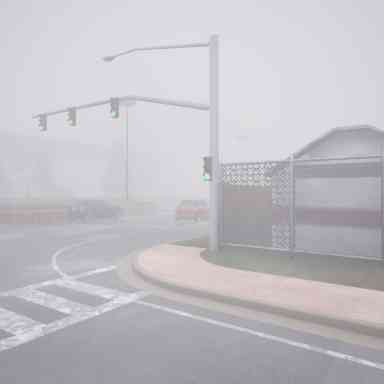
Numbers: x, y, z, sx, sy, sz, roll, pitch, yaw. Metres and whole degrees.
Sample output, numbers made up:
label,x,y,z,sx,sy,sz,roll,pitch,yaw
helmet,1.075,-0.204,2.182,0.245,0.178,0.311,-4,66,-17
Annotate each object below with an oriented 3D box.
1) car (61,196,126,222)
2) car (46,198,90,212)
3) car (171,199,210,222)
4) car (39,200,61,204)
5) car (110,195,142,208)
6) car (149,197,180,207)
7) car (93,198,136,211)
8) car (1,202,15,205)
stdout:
label,x,y,z,sx,sy,sz,roll,pitch,yaw
car,-7.602,1.351,26.578,2.097,1.767,4.553,0,0,34
car,-15.129,1.505,40.870,1.837,1.490,4.892,0,0,34
car,0.634,1.351,26.306,2.097,1.767,4.553,0,0,34
car,-14.946,1.564,34.849,1.994,1.385,4.181,0,0,34
car,-9.682,1.352,49.006,2.097,1.767,4.553,0,0,34
car,-4.119,1.492,51.025,2.128,1.511,4.902,0,0,34
car,-9.787,1.547,42.562,2.033,1.411,5.357,0,0,34
car,-20.372,1.547,33.028,2.033,1.411,5.357,0,0,34
